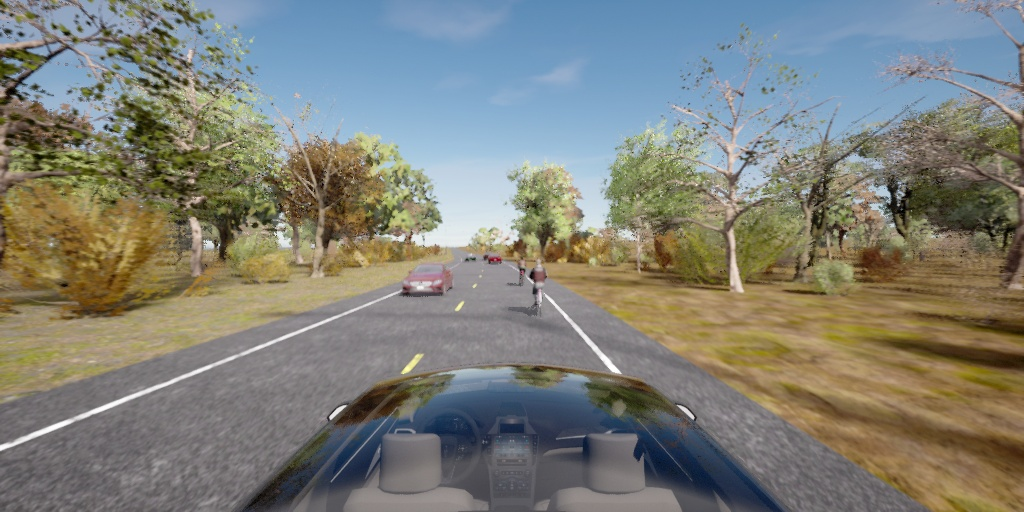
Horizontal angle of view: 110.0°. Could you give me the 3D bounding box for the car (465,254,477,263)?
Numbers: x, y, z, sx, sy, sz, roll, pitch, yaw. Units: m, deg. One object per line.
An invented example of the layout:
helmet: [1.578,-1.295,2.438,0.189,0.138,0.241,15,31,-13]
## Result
car: [-6.736,0.398,58.532,1.895,1.301,4.718,0,1,-6]

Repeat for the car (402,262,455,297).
car: [-3.880,1.032,17.252,1.812,1.442,4.674,0,1,-2]

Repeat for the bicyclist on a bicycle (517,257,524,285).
bicyclist on a bicycle: [0.585,0.901,20.392,0.582,1.620,1.656,0,1,-2]

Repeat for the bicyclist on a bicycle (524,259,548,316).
bicyclist on a bicycle: [0.839,0.964,11.562,0.659,1.776,1.843,0,1,-1]

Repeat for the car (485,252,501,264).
car: [-2.668,0.345,54.462,1.882,1.535,5.008,0,1,-6]
